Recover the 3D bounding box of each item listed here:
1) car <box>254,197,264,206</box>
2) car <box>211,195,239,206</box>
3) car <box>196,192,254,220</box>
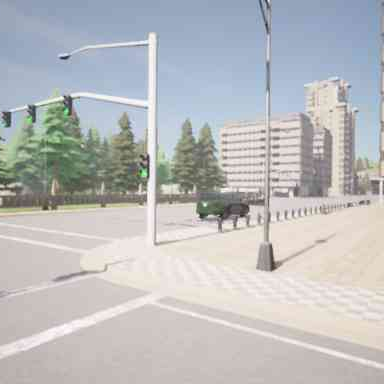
[{"bbox_3d":[9.050,1.336,47.599,1.895,1.301,4.718,1,1,36],"label":"car"},{"bbox_3d":[4.822,1.214,47.711,1.812,1.442,4.674,1,0,36],"label":"car"},{"bbox_3d":[2.504,1.046,26.207,2.150,2.045,5.566,1,1,35],"label":"car"}]
